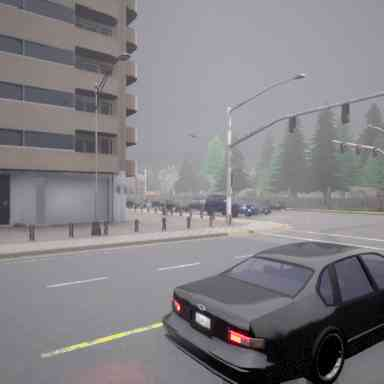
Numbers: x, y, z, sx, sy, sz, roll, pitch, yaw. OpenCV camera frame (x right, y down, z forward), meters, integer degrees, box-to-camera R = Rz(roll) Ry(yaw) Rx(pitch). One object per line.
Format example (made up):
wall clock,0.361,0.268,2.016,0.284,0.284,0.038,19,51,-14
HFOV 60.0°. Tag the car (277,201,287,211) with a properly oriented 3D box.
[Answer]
car,9.260,1.603,41.768,2.033,1.411,5.357,0,0,-35

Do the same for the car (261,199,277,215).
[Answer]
car,6.075,1.619,33.947,1.994,1.385,4.181,0,0,-36

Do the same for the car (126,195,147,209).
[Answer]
car,-8.218,1.560,47.820,1.837,1.490,4.892,0,0,-36

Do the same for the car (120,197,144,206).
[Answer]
car,-10.372,1.603,56.868,2.033,1.411,5.357,0,0,-35

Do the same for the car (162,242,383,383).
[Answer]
car,2.180,1.547,5.334,5.357,1.411,2.033,0,0,-35

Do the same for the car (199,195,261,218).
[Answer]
car,3.453,1.277,31.597,2.150,2.045,5.566,0,0,-36

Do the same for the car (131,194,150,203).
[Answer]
car,-10.951,1.408,69.866,2.097,1.767,4.553,0,0,-36

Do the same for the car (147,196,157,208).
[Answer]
car,-4.197,1.407,48.225,2.097,1.767,4.553,0,0,-36

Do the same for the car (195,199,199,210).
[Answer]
car,1.044,1.581,40.950,1.812,1.442,4.674,0,0,-36

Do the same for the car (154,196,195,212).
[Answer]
car,-2.140,1.560,39.366,1.837,1.490,4.892,0,0,-36
